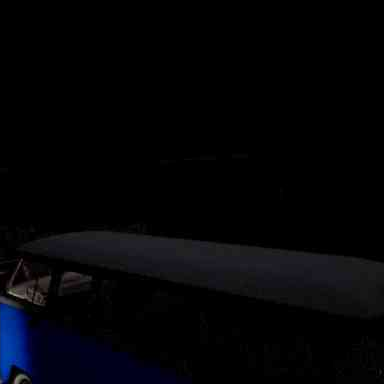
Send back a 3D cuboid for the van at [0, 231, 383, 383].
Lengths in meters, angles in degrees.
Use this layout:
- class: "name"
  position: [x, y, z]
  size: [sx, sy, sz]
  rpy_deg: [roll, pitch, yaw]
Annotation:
- class: "van"
  position: [-0.212, 1.341, 3.015]
  size: [3.998, 1.788, 1.690]
  rpy_deg: [0, -1, 36]
